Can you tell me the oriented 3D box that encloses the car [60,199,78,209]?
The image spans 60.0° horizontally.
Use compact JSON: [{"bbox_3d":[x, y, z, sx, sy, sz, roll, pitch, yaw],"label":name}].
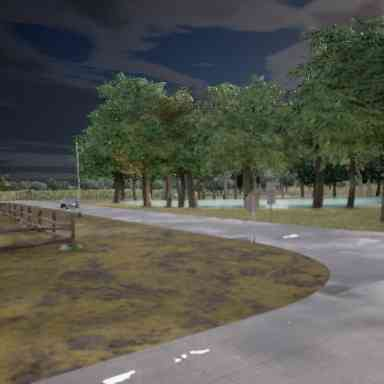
[{"bbox_3d":[-18.496,1.760,50.108,2.128,1.511,4.902,-3,1,-35],"label":"car"}]
